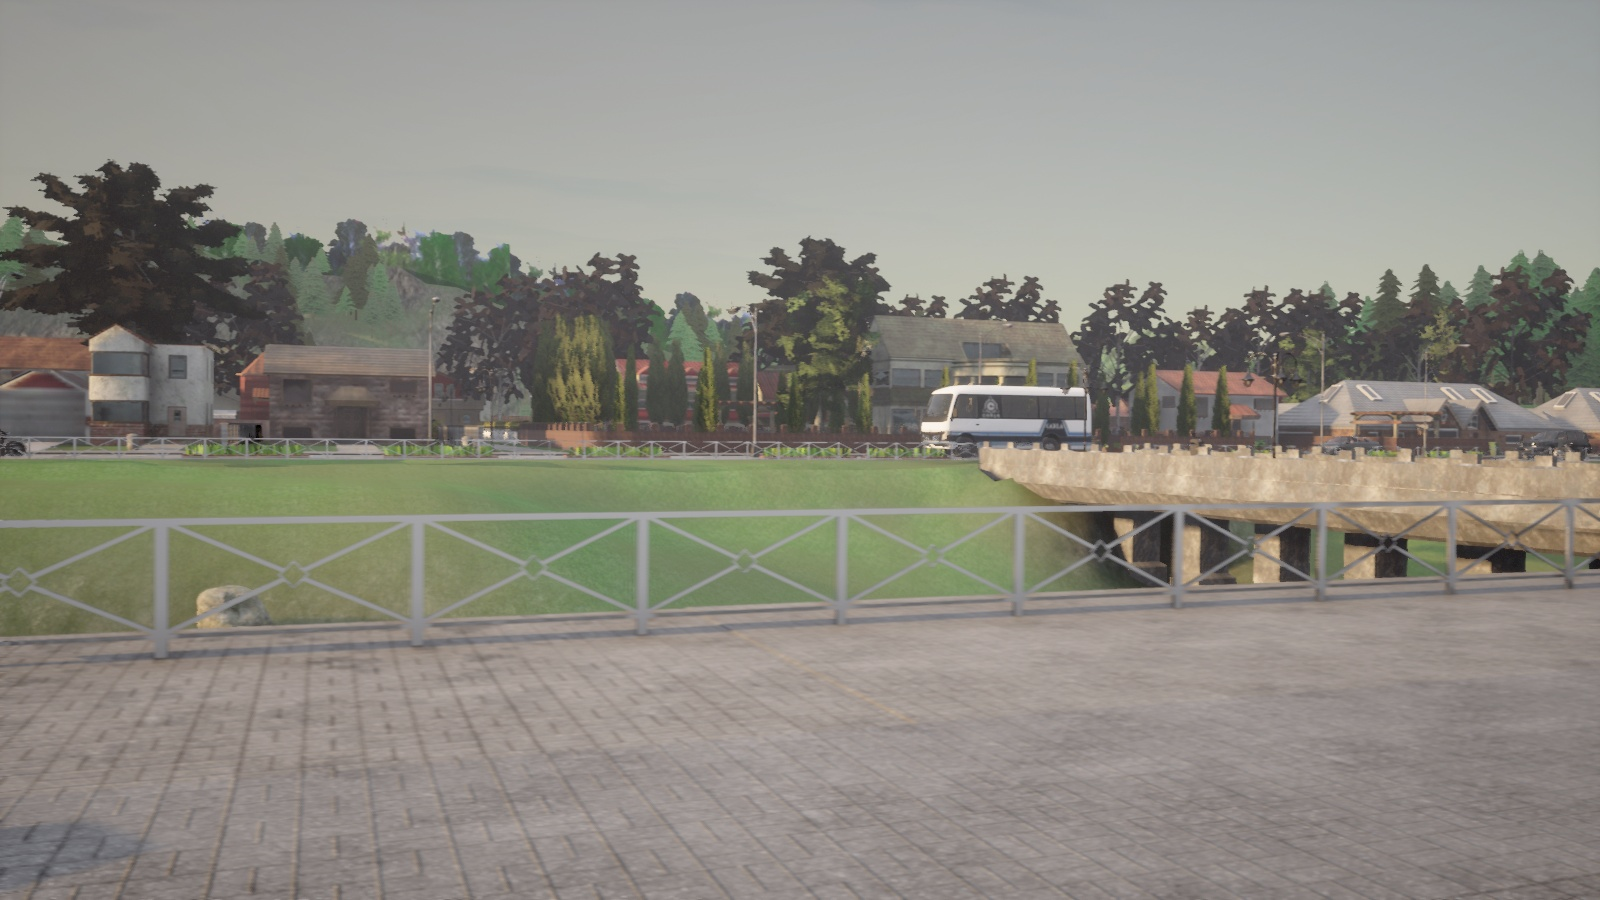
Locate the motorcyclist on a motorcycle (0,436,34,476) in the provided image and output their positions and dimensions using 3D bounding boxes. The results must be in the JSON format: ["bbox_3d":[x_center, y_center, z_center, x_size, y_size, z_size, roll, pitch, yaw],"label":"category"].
[{"bbox_3d":[-33.624,0.255,52.718,2.350,1.649,0.766,-1,1,-21],"label":"motorcyclist on a motorcycle"}]

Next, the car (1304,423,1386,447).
[{"bbox_3d":[36.266,-1.002,83.516,4.902,1.511,2.128,-1,1,-21],"label":"car"}]

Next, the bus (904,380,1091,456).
[{"bbox_3d":[11.665,-1.915,74.167,10.273,4.253,3.944,-1,1,-21],"label":"bus"}]
